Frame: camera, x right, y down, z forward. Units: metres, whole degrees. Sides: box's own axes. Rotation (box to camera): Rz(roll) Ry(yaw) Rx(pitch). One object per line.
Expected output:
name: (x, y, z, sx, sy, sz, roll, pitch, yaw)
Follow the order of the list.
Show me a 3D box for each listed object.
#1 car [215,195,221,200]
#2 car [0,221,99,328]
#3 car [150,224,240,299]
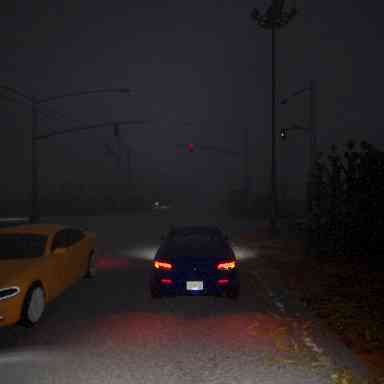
car: (6.563, 1.453, 80.460, 1.895, 1.301, 4.718, 0, -1, 7)
car: (-3.522, 1.477, 7.235, 1.882, 1.535, 5.008, 0, 0, 1)
car: (0.073, 1.526, 8.313, 1.812, 1.442, 4.674, 0, 0, 1)
